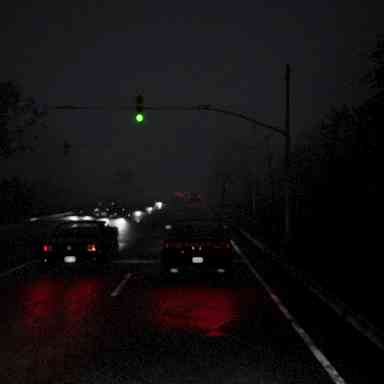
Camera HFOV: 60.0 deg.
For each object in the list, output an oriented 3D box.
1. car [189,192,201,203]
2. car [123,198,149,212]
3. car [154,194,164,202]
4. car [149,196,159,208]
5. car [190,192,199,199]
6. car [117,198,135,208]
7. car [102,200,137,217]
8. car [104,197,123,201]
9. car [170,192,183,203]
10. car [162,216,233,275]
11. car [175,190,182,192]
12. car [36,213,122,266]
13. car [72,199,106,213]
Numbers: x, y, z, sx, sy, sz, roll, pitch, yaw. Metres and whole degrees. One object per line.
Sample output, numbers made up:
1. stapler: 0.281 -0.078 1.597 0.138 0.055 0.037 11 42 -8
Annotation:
1. car: 0.524 0.921 63.182 2.150 2.045 5.566 0 3 1
2. car: -6.845 1.682 41.013 1.994 1.385 4.181 0 0 0
3. car: -6.563 1.097 65.171 2.128 1.511 4.902 0 3 0
4. car: -6.754 1.681 50.986 1.994 1.385 4.181 0 1 1
5. car: 0.504 0.775 73.848 1.895 1.301 4.718 0 3 0
6. car: -10.247 1.671 51.819 1.994 1.385 4.181 0 1 1
7. car: -6.904 1.694 32.202 1.895 1.301 4.718 0 0 0
8. car: -10.329 1.473 41.868 2.097 1.767 4.553 0 0 0
9. car: -3.076 1.252 63.098 2.033 1.411 5.357 0 3 0
10. car: 0.149 1.509 10.568 1.882 1.535 5.008 0 0 0
11. car: -2.999 0.386 73.479 2.097 1.767 4.553 0 3 0
12. car: -3.732 1.635 11.690 1.895 1.301 4.718 0 0 -7
13. car: -10.394 1.659 33.266 1.994 1.385 4.181 0 0 0
